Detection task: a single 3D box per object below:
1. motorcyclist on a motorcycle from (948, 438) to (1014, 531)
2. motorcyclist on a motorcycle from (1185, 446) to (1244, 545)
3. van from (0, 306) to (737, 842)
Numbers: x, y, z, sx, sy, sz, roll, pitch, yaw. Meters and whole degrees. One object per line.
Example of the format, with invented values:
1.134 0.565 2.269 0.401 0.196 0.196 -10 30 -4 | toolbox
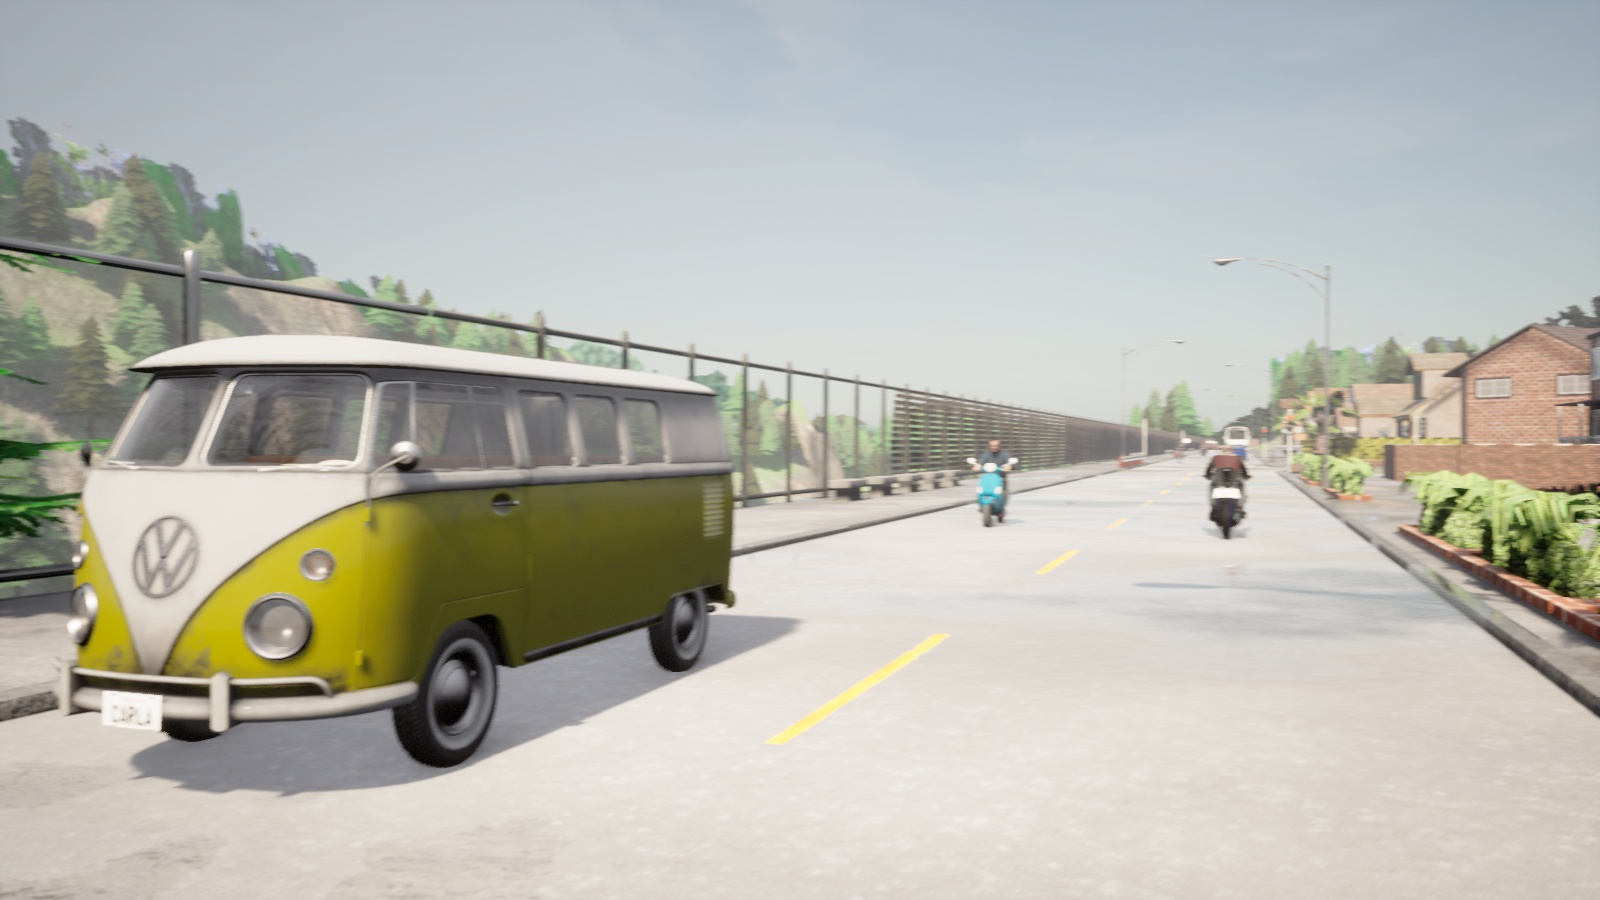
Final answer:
3.284 0.588 22.662 0.866 1.590 1.817 0 0 19 | motorcyclist on a motorcycle
6.834 0.701 20.674 0.866 1.530 2.191 0 0 19 | motorcyclist on a motorcycle
-2.003 0.447 7.039 1.775 1.987 4.442 0 0 19 | van
